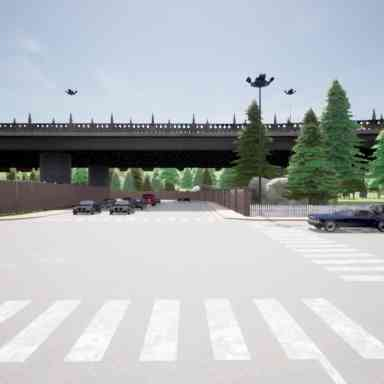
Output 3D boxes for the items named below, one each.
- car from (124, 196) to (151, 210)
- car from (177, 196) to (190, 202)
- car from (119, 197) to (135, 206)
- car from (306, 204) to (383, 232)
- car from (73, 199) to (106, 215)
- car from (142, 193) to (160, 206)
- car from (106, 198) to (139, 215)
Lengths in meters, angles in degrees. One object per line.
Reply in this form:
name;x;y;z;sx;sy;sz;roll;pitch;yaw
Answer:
car;-6.977;1.547;43.173;2.033;1.411;5.357;0;0;0
car;-1.921;1.553;75.249;1.994;1.385;4.181;0;0;-19
car;-10.547;1.526;54.310;1.812;1.442;4.674;0;0;0
car;9.050;1.545;18.893;4.718;1.301;1.895;0;0;1
car;-10.575;1.564;33.886;1.994;1.385;4.181;0;0;0
car;-6.972;1.221;53.269;2.150;2.045;5.566;0;0;0
car;-7.040;1.564;33.945;1.994;1.385;4.181;0;0;0
